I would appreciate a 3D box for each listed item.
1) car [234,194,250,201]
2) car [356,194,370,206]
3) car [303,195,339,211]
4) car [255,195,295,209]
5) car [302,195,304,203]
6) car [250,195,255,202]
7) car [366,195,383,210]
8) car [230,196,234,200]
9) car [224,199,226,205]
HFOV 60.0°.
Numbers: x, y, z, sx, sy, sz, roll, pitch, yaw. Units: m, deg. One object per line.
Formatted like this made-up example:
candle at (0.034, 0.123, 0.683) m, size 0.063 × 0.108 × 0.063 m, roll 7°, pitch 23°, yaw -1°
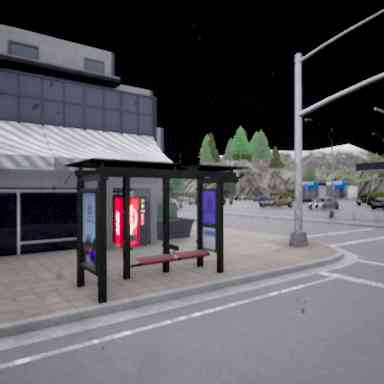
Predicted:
car at (13.817, 1.384, 83.360) m, size 5.027 × 1.636 × 2.152 m, roll 0°, pitch 0°, yaw -36°
car at (26.950, 1.170, 50.577) m, size 4.605 × 1.855 × 1.932 m, roll 0°, pitch 0°, yaw -36°
car at (14.995, 1.345, 37.972) m, size 3.806 × 1.475 × 1.970 m, roll 0°, pitch 0°, yaw -36°
car at (10.993, 1.267, 42.999) m, size 5.027 × 1.636 × 2.152 m, roll 0°, pitch 0°, yaw -36°
car at (20.270, 1.370, 61.115) m, size 4.514 × 1.523 × 2.007 m, roll 0°, pitch 0°, yaw -36°
car at (14.482, 1.391, 69.261) m, size 3.633 × 1.501 × 1.845 m, roll 0°, pitch 0°, yaw -36°
car at (22.858, 1.394, 39.103) m, size 4.514 × 1.523 × 2.007 m, roll 0°, pitch 0°, yaw -36°
car at (11.947, 1.394, 85.879) m, size 4.514 × 1.523 × 2.007 m, roll 0°, pitch 0°, yaw -36°
car at (3.538, 1.190, 53.397) m, size 3.866 × 1.878 × 1.905 m, roll 0°, pitch 0°, yaw -36°
